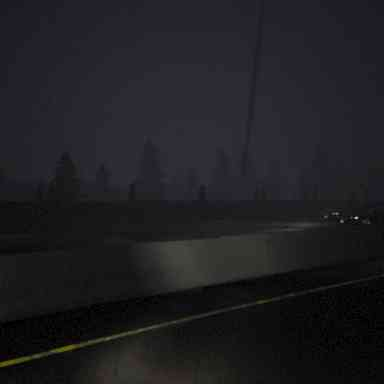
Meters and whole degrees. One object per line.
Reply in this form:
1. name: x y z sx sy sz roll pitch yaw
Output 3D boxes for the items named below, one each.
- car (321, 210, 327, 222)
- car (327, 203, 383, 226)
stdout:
1. car: 12.302 1.605 25.776 4.902 1.511 2.128 0 0 -21
2. car: 11.700 1.590 21.797 4.902 1.511 2.128 0 0 -22
